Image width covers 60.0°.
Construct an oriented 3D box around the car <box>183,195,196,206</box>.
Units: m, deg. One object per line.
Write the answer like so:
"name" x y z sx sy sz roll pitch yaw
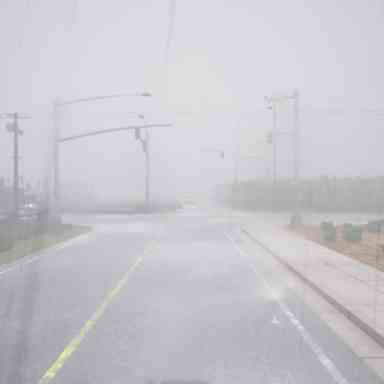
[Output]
"car" -0.430 1.303 52.878 1.882 1.535 5.008 0 1 -3
